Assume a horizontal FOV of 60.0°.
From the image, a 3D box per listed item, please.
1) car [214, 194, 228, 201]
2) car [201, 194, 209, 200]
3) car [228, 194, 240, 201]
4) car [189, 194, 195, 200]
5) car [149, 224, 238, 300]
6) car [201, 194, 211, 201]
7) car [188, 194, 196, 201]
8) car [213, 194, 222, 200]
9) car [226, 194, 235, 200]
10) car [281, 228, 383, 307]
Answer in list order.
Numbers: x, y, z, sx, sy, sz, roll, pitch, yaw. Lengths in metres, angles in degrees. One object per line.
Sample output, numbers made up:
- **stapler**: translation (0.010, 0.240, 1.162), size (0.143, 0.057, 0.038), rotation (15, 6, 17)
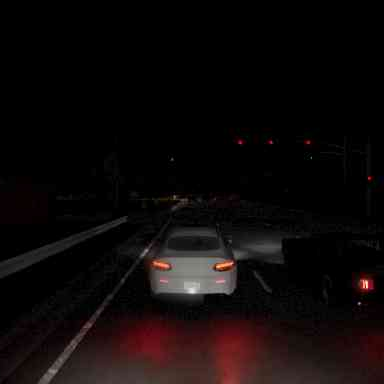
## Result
- **car**: translation (7.012, 1.348, 81.160), size (2.097, 1.767, 4.553), rotation (0, 0, 0)
- **car**: translation (3.513, 1.357, 91.194), size (2.128, 1.511, 4.902), rotation (0, 0, 0)
- **car**: translation (10.512, 1.469, 80.773), size (1.882, 1.535, 5.008), rotation (0, 0, 0)
- **car**: translation (0.013, 1.332, 91.194), size (1.837, 1.490, 4.892), rotation (0, 0, 0)
- **car**: translation (0.075, 1.526, 8.297), size (1.812, 1.442, 4.674), rotation (0, 0, 2)
- **car**: translation (3.512, 1.348, 81.161), size (2.097, 1.767, 4.553), rotation (0, 0, 0)
- **car**: translation (0.012, 1.531, 80.775), size (2.033, 1.411, 5.357), rotation (0, 0, 0)
- **car**: translation (7.013, 1.357, 91.193), size (2.128, 1.511, 4.902), rotation (0, 0, 0)
- **car**: translation (10.513, 1.310, 91.193), size (1.882, 1.535, 5.008), rotation (0, 0, 0)
- **car**: translation (3.564, 1.601, 7.906), size (1.895, 1.301, 4.718), rotation (0, 0, 0)
